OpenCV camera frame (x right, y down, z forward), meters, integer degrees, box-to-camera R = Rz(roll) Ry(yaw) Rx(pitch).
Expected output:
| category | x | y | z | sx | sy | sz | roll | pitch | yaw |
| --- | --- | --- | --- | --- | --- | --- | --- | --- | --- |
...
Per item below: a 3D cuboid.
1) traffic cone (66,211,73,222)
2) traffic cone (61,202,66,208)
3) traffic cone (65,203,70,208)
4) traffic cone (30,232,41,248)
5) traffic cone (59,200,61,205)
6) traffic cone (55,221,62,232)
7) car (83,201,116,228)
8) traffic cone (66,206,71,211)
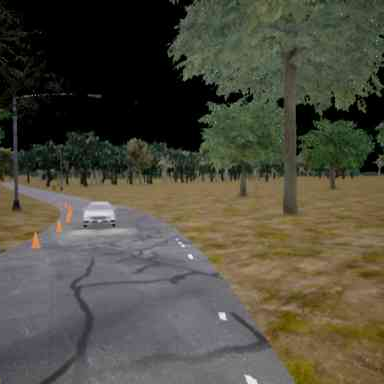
| category | x | y | z | sx | sy | sz | roll | pitch | yaw |
| --- | --- | --- | --- | --- | --- | --- | --- | --- | --- |
| traffic cone | -8.353 | 1.734 | 22.456 | 0.340 | 0.580 | 0.340 | -1 | 1 | -17 |
| traffic cone | -13.654 | 1.407 | 35.972 | 0.340 | 0.580 | 0.340 | -1 | 2 | -26 |
| traffic cone | -11.632 | 1.531 | 31.569 | 0.340 | 0.580 | 0.340 | -1 | 2 | -23 |
| traffic cone | -6.123 | 1.874 | 13.028 | 0.340 | 0.580 | 0.340 | 0 | 1 | -10 |
| traffic cone | -15.920 | 1.270 | 40.252 | 0.340 | 0.580 | 0.340 | -1 | 2 | -29 |
| traffic cone | -7.105 | 1.812 | 17.774 | 0.340 | 0.580 | 0.340 | 0 | 1 | -13 |
| car | -5.795 | 1.322 | 20.890 | 1.812 | 1.442 | 4.674 | 0 | 1 | -16 |
| traffic cone | -9.864 | 1.640 | 27.059 | 0.340 | 0.580 | 0.340 | -1 | 1 | -20 |
